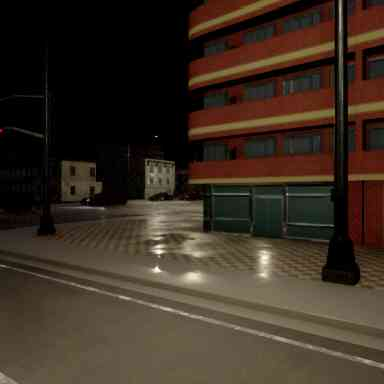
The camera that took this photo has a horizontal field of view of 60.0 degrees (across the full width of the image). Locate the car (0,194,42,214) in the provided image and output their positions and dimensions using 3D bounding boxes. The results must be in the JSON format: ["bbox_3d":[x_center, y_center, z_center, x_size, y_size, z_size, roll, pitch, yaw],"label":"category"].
[{"bbox_3d":[-17.989,1.342,33.910,1.882,1.535,5.008,0,1,37],"label":"car"}]

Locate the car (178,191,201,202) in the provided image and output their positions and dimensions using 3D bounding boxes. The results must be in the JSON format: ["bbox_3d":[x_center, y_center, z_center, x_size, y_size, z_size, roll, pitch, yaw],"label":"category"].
[{"bbox_3d":[-0.390,0.728,57.543,2.097,1.767,4.553,0,1,37],"label":"car"}]

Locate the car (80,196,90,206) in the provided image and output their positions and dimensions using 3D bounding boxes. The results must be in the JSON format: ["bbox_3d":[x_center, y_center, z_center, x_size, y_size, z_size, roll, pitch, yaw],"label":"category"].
[{"bbox_3d":[-13.265,1.025,46.140,2.097,1.767,4.553,0,1,36],"label":"car"}]

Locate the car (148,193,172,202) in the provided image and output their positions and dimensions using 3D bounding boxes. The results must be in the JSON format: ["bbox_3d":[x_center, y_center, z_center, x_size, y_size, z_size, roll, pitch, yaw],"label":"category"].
[{"bbox_3d":[-5.374,0.945,56.738,1.837,1.490,4.892,0,1,37],"label":"car"}]

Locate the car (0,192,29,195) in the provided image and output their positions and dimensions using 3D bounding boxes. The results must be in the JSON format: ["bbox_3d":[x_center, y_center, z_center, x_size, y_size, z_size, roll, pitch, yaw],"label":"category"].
[{"bbox_3d":[-20.497,1.082,36.417,2.150,2.045,5.566,0,1,36],"label":"car"}]

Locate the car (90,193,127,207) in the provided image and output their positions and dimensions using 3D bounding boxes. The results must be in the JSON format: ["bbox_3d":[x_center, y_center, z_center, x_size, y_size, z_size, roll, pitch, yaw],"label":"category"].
[{"bbox_3d":[-10.609,1.204,43.852,1.812,1.442,4.674,0,1,37],"label":"car"}]
